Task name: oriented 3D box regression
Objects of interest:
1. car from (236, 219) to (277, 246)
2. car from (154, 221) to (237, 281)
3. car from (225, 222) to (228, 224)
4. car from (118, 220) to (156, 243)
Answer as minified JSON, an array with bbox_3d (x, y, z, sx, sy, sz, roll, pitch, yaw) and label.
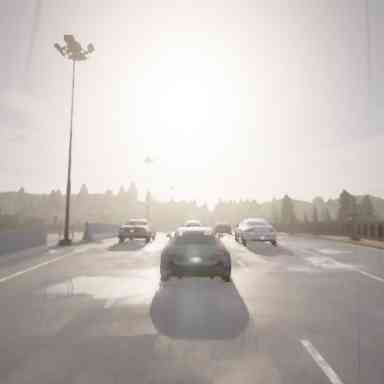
[{"bbox_3d":[3.597,2.287,19.283,1.812,1.442,4.674,0,-4,0],"label":"car"},{"bbox_3d":[0.098,1.809,10.587,1.994,1.385,4.181,0,-2,0],"label":"car"},{"bbox_3d":[3.593,4.385,40.257,1.882,1.535,5.008,0,-6,0],"label":"car"},{"bbox_3d":[-3.404,2.476,21.372,2.033,1.411,5.357,0,-5,0],"label":"car"}]
